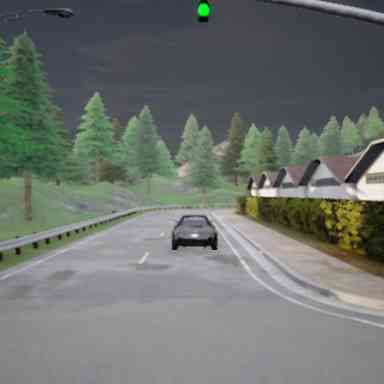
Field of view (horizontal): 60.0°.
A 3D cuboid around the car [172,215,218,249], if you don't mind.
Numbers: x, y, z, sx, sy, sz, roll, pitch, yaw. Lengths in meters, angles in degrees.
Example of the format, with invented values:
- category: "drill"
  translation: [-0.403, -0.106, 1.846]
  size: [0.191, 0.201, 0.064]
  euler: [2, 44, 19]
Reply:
- category: "car"
  translation: [0.110, 1.745, 15.459]
  size: [1.994, 1.385, 4.181]
  euler: [0, 0, 0]
